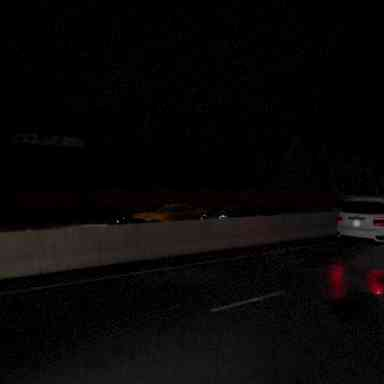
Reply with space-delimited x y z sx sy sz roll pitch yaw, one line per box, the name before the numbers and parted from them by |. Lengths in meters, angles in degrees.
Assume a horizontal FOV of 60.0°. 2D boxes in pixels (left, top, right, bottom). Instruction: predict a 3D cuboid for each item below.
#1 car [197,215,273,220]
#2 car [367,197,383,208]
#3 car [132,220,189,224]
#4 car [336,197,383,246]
car | 2.609 1.360 18.766 4.553 1.767 2.097 0 0 -36
car | 28.273 1.581 50.379 2.033 1.411 5.357 0 0 39
car | -1.237 1.485 20.315 5.008 1.535 1.882 0 0 -36
car | 8.341 1.231 13.999 5.566 2.045 2.150 0 0 -36
